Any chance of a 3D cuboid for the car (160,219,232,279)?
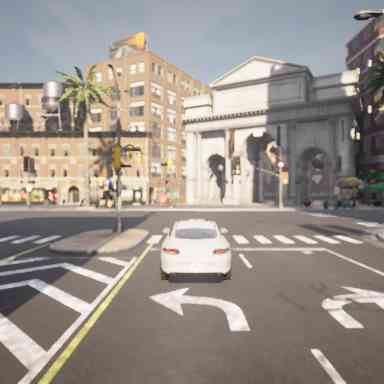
[{"bbox_3d":[0.101,1.538,9.926,1.812,1.442,4.674,0,0,0],"label":"car"}]
